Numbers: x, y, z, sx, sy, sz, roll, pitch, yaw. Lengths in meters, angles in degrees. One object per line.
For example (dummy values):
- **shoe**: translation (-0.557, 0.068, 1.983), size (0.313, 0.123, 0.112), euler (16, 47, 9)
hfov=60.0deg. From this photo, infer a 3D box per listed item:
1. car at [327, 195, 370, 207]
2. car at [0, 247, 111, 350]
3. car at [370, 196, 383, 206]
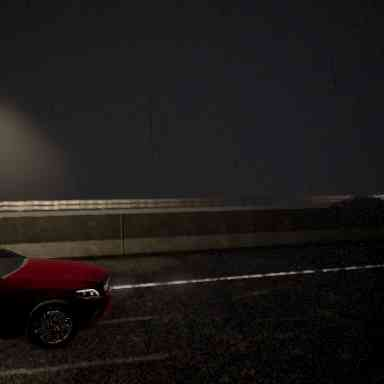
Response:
- **car**: translation (14.024, 0.990, 27.871), size (5.357, 1.411, 2.033), euler (-1, 1, -14)
- **car**: translation (-3.645, 1.484, 5.066), size (4.674, 1.442, 1.812), euler (-1, 1, -14)
- **car**: translation (16.529, 1.010, 24.902), size (5.357, 1.411, 2.033), euler (-1, 1, -14)
